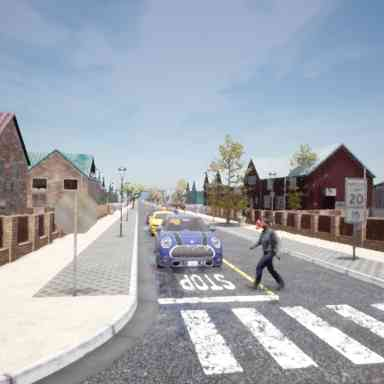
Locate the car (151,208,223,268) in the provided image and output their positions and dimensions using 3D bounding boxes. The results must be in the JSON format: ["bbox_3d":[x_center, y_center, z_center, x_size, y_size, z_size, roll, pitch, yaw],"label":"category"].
[{"bbox_3d":[-0.288,1.656,12.385,2.097,1.767,4.553,1,-2,-8],"label":"car"}]

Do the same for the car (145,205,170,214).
[{"bbox_3d":[-3.524,2.352,32.514,1.837,1.490,4.892,1,-2,-9],"label":"car"}]

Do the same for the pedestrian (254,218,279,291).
[{"bbox_3d":[1.831,1.510,8.206,0.375,1.860,0.375,0,0,-9],"label":"pedestrian"}]

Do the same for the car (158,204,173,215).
[{"bbox_3d":[-4.608,2.927,57.483,2.097,1.767,4.553,1,-2,-9],"label":"car"}]

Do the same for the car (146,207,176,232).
[{"bbox_3d":[-1.884,2.051,22.378,1.882,1.535,5.008,1,-2,-9],"label":"car"}]

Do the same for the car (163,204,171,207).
[{"bbox_3d":[-2.962,2.845,47.334,2.033,1.411,5.357,1,-2,-9],"label":"car"}]
